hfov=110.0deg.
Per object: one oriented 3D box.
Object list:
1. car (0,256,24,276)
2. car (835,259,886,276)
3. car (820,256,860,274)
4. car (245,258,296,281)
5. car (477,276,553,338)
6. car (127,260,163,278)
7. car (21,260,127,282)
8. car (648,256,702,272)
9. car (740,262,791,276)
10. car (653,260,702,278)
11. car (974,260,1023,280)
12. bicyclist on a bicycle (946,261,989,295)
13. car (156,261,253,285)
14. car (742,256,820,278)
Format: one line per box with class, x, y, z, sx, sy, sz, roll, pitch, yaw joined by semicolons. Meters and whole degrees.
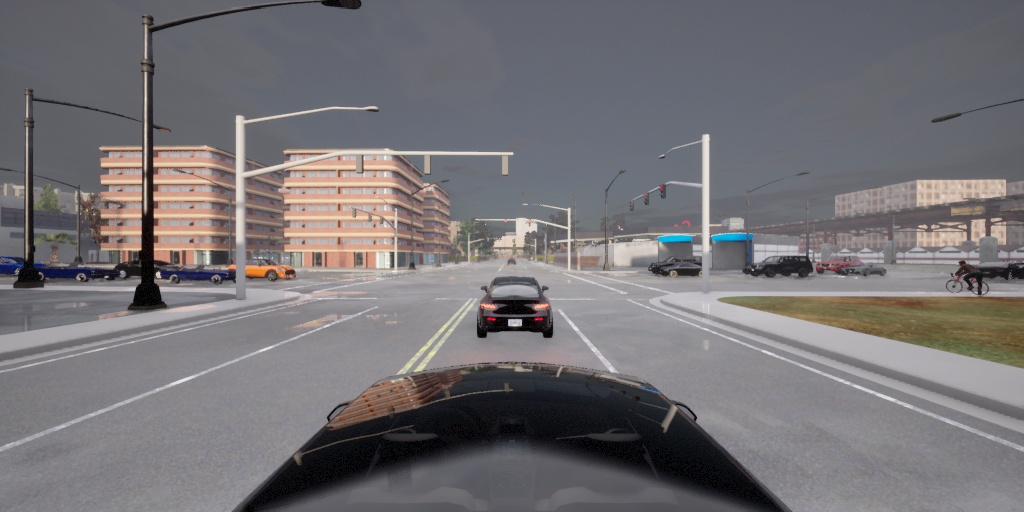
car;-39.351;0.801;28.388;5.008;1.535;1.882;1;0;1
car;35.253;1.314;36.009;4.181;1.385;1.994;0;0;-18
car;36.633;0.971;40.103;5.566;2.045;2.150;0;0;-22
car;-19.458;0.986;28.007;4.553;1.767;2.097;1;0;1
car;0.075;1.276;10.056;1.812;1.442;4.674;0;0;0
car;-28.234;1.021;28.172;4.892;1.490;1.837;1;0;1
car;-30.072;1.088;24.705;4.718;1.301;1.895;1;0;1
car;17.195;0.971;37.376;5.566;2.045;2.150;0;0;1
car;26.594;1.314;37.730;4.181;1.385;1.994;0;0;-8
car;16.106;1.314;33.943;4.181;1.385;1.994;0;0;0
car;41.692;1.227;30.691;5.008;1.535;1.882;0;0;-22
bicyclist on a bicycle;21.913;1.050;17.291;0.582;1.620;1.656;0;0;0
car;-20.958;1.220;24.538;4.718;1.301;1.895;1;0;2
car;25.459;0.971;34.071;5.566;2.045;2.150;0;0;-5
